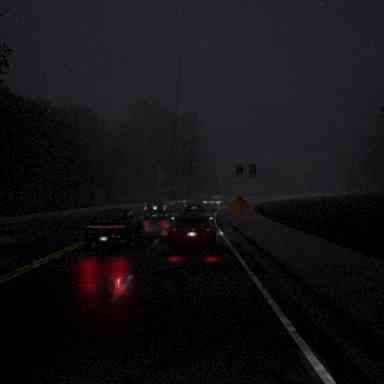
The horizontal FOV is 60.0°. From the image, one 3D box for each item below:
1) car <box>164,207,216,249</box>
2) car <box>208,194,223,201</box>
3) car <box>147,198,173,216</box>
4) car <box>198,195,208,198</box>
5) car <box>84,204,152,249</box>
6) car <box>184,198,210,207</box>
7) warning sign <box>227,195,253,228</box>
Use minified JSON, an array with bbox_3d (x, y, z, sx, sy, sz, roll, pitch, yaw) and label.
[{"bbox_3d":[0.000,1.583,14.653,1.994,1.385,4.181,0,0,0],"label":"car"},{"bbox_3d":[5.921,1.291,77.806,1.812,1.442,4.674,-1,0,24],"label":"car"},{"bbox_3d":[-2.901,1.378,29.503,2.097,1.767,4.553,0,0,4],"label":"car"},{"bbox_3d":[2.996,1.342,79.223,1.994,1.385,4.181,-1,0,24],"label":"car"},{"bbox_3d":[-3.250,1.506,14.654,2.128,1.511,4.902,0,0,0],"label":"car"},{"bbox_3d":[0.343,1.524,29.302,1.837,1.490,4.892,0,0,4],"label":"car"},{"bbox_3d":[2.829,1.129,19.750,1.300,1.860,1.060,-1,-1,0],"label":"warning sign"}]
